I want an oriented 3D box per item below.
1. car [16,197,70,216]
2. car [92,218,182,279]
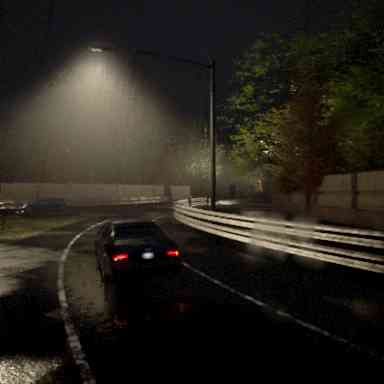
[{"bbox_3d":[-14.140,1.257,31.703,4.553,1.767,2.097,-1,1,-42],"label":"car"},{"bbox_3d":[-1.875,1.504,9.994,2.033,1.411,5.357,0,0,-20],"label":"car"}]
